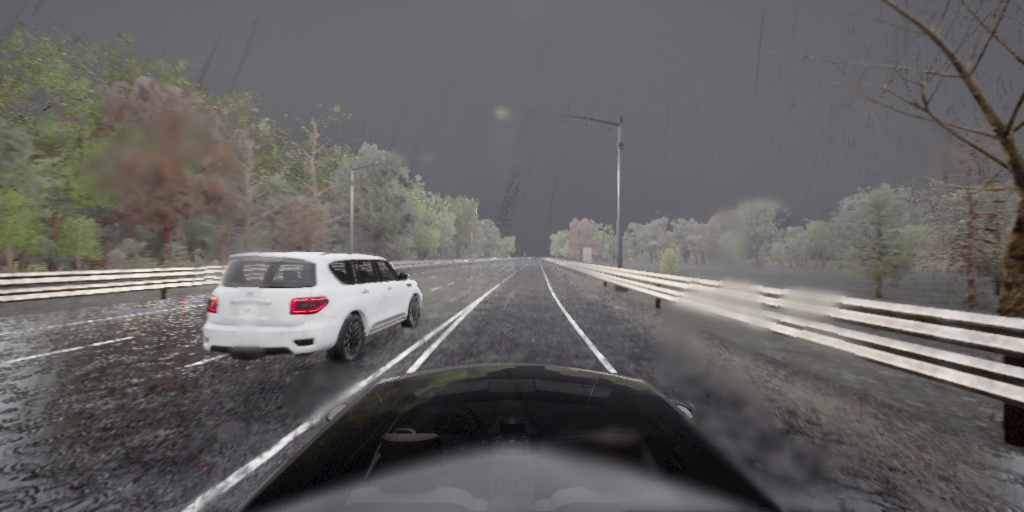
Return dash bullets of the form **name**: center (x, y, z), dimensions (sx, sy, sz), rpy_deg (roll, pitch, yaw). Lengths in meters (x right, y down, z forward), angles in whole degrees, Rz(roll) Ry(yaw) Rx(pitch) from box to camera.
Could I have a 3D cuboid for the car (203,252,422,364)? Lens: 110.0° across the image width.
- **car**: center (-3.866, 0.953, 8.222), dimensions (2.150, 2.045, 5.566), rpy_deg (0, 0, 4)
